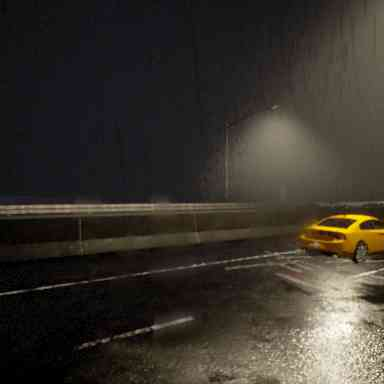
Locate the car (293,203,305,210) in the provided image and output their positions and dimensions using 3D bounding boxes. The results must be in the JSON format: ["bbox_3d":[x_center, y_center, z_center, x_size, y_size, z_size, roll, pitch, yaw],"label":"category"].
[{"bbox_3d":[13.825,1.932,39.195,4.181,1.385,1.994,1,0,-34],"label":"car"}]

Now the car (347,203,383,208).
[{"bbox_3d":[18.286,1.850,33.766,5.008,1.535,1.882,1,-1,-34],"label":"car"}]

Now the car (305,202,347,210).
[{"bbox_3d":[14.831,1.844,35.646,4.902,1.511,2.128,1,0,-34],"label":"car"}]

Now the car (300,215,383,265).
[{"bbox_3d":[6.135,1.603,12.364,5.008,1.535,1.882,1,0,-35],"label":"car"}]
